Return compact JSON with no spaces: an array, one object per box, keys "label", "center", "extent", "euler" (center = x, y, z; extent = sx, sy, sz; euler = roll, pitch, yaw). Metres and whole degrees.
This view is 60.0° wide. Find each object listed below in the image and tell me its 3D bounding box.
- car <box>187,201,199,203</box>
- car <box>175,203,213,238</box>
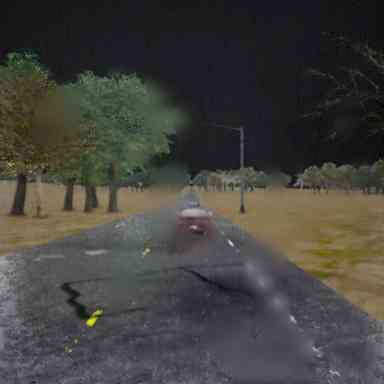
[{"label":"car","center":[0.105,1.810,37.812],"extent":[2.128,1.511,4.902],"euler":[0,-1,0]},{"label":"car","center":[0.102,1.576,18.408],"extent":[1.882,1.535,5.008],"euler":[0,-1,0]}]
